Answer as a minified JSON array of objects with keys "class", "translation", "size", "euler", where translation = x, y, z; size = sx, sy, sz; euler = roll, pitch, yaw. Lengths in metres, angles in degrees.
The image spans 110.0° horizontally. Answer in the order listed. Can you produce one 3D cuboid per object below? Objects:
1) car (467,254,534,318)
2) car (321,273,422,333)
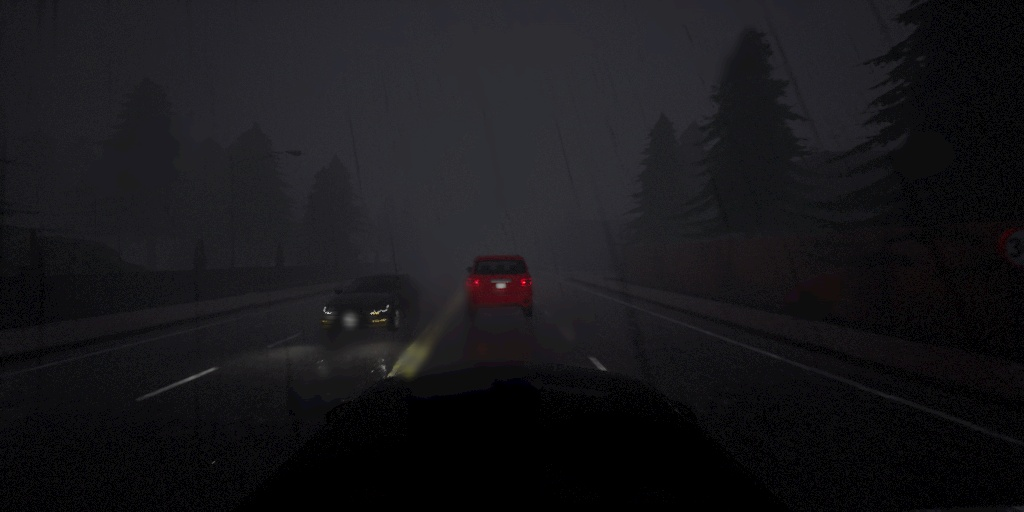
[{"class":"car","translation":[-0.482,0.974,13.335],"size":[2.150,2.045,5.566],"euler":[-1,0,-3]},{"class":"car","translation":[-4.043,1.304,11.079],"size":[1.837,1.490,4.892],"euler":[-1,0,-3]}]
